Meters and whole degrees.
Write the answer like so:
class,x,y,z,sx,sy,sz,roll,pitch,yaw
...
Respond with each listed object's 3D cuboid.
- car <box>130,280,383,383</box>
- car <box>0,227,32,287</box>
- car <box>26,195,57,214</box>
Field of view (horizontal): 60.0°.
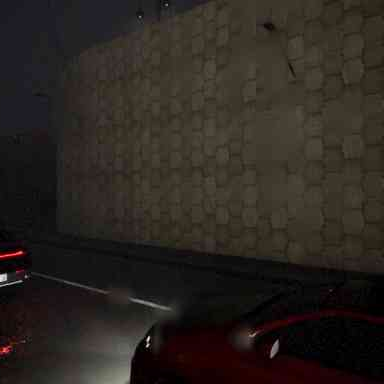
class,x,y,z,sx,sy,sz,roll,pitch,yaw
car,1.412,1.564,2.984,4.181,1.385,1.994,0,0,36
car,-5.839,1.505,8.156,4.892,1.490,1.837,0,0,36
car,-12.910,1.061,31.021,2.128,1.511,4.902,0,5,35
